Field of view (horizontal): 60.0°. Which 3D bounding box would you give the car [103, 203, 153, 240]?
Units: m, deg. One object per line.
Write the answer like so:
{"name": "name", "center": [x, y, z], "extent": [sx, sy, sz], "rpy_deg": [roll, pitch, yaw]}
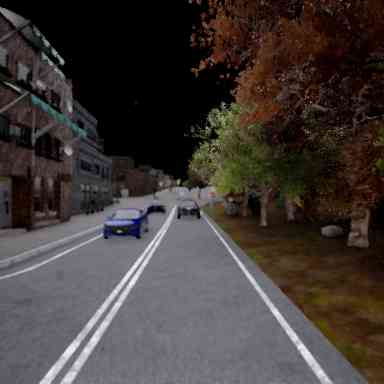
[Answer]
{"name": "car", "center": [-3.500, 1.627, 18.350], "extent": [1.882, 1.535, 5.008], "rpy_deg": [0, 0, -1]}

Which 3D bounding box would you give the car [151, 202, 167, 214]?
{"name": "car", "center": [-3.893, 1.762, 37.423], "extent": [1.895, 1.301, 4.718], "rpy_deg": [0, 0, -1]}

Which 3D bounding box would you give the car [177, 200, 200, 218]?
{"name": "car", "center": [-0.336, 1.527, 32.117], "extent": [2.097, 1.767, 4.553], "rpy_deg": [0, 0, -1]}
